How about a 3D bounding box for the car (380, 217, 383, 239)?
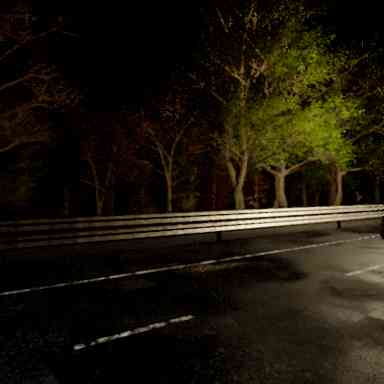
[{"bbox_3d":[11.119,1.393,16.142,4.553,1.767,2.097,0,0,-36],"label":"car"}]
